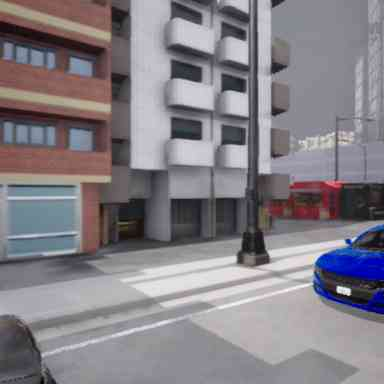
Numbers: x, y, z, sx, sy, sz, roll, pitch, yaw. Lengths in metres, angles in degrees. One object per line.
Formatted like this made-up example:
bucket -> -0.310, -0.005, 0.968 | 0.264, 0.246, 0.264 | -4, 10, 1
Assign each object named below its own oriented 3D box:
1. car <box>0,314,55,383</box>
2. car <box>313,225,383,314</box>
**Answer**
car -> -3.473, 1.547, 1.526 | 5.357, 1.411, 2.033 | 0, 0, -35
car -> 4.717, 1.469, 7.337 | 5.008, 1.535, 1.882 | 0, 0, -35
